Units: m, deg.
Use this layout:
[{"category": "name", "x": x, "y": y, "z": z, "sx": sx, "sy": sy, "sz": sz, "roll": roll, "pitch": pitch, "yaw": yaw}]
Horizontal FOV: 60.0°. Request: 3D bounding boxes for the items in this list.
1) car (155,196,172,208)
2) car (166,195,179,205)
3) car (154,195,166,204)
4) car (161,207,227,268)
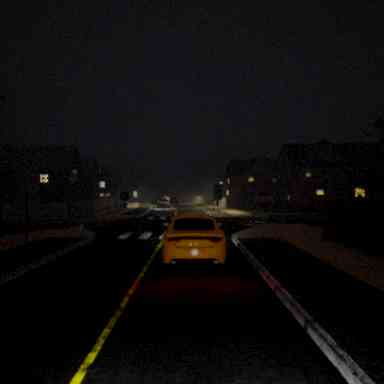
[{"category": "car", "x": -4.381, "y": 1.685, "z": 50.721, "sx": 1.812, "sy": 1.442, "sz": 4.674, "roll": 0, "pitch": 0, "yaw": -6}, {"category": "car", "x": -3.830, "y": 1.776, "z": 67.229, "sx": 1.837, "sy": 1.490, "sz": 4.892, "roll": 0, "pitch": -1, "yaw": -10}, {"category": "car", "x": -6.546, "y": 1.829, "z": 66.727, "sx": 1.994, "sy": 1.385, "sz": 4.181, "roll": 0, "pitch": 0, "yaw": -9}, {"category": "car", "x": 0.028, "y": 1.480, "z": 11.333, "sx": 1.882, "sy": 1.535, "sz": 5.008, "roll": 0, "pitch": -1, "yaw": -1}]
